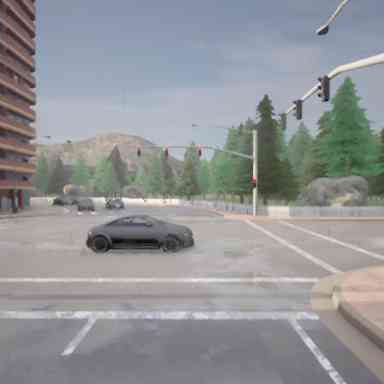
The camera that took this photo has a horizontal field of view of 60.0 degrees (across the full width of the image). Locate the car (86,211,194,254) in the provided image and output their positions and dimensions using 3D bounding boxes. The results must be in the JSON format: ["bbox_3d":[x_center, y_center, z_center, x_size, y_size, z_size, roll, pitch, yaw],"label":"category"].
[{"bbox_3d":[-2.010,1.615,13.259,4.181,1.385,1.994,0,0,0],"label":"car"}]

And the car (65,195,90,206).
[{"bbox_3d":[-19.552,1.396,56.926,4.553,1.767,2.097,0,0,42],"label":"car"}]

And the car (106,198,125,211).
[{"bbox_3d":[-9.702,1.525,42.006,2.128,1.511,4.902,0,0,-21],"label":"car"}]

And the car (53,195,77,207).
[{"bbox_3d":[-20.497,1.532,53.001,2.128,1.511,4.902,0,0,-45],"label":"car"}]

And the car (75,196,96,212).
[{"bbox_3d":[-12.428,1.535,39.178,1.837,1.490,4.892,0,0,-18],"label":"car"}]
